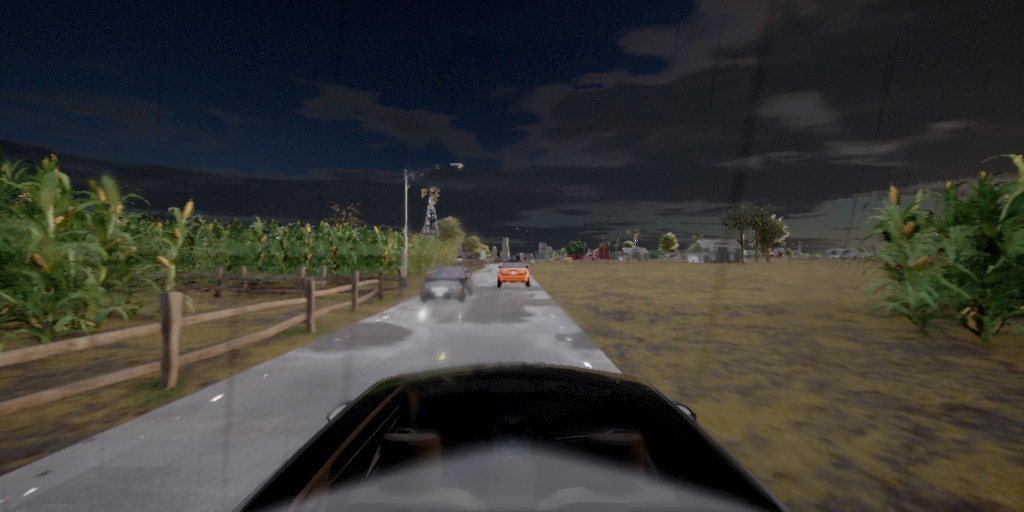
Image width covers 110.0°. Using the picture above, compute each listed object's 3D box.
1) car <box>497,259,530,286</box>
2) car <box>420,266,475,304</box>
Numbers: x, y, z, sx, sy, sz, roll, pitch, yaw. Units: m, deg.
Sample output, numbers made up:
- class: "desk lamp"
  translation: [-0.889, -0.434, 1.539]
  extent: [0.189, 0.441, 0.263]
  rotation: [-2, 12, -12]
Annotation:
- class: "car"
  translation: [0.101, 1.084, 24.878]
  extent: [2.097, 1.767, 4.553]
  rotation: [0, 0, 0]
- class: "car"
  translation: [-2.833, 1.233, 16.455]
  extent: [2.128, 1.511, 4.902]
  rotation: [0, 0, 0]
